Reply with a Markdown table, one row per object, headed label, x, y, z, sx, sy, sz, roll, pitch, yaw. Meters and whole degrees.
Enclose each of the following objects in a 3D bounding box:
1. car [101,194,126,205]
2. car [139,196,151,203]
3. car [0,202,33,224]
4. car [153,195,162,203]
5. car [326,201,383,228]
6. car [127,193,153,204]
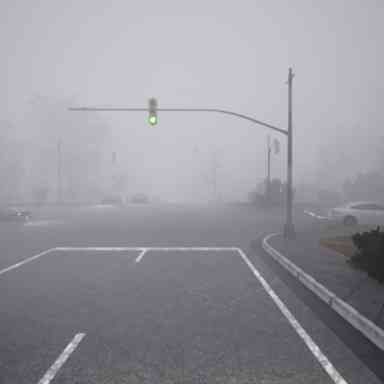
| label | x | y | z | sx | sy | sz | roll | pitch | yaw |
| --- | --- | --- | --- | --- | --- | --- | --- | --- | --- |
| car | -10.568 | 0.975 | 44.043 | 1.895 | 1.301 | 4.718 | 0 | 0 | 0 |
| car | -10.445 | 1.597 | 74.133 | 2.128 | 1.511 | 4.902 | 0 | -2 | 0 |
| car | -13.252 | 1.273 | 21.455 | 5.357 | 1.411 | 2.033 | 0 | 1 | 1 |
| car | -6.985 | 1.280 | 64.793 | 1.882 | 1.535 | 5.008 | 0 | -2 | 1 |
| car | 10.253 | 1.280 | 19.178 | 4.674 | 1.442 | 1.812 | 0 | 1 | 11 |
| car | -7.065 | 0.858 | 45.612 | 1.882 | 1.535 | 5.008 | 0 | 0 | 1 |
